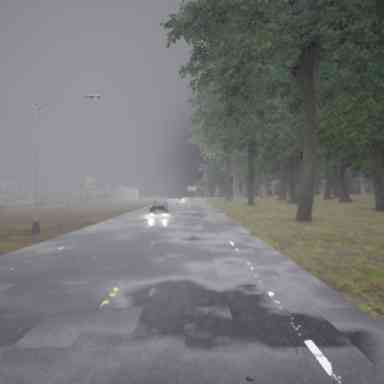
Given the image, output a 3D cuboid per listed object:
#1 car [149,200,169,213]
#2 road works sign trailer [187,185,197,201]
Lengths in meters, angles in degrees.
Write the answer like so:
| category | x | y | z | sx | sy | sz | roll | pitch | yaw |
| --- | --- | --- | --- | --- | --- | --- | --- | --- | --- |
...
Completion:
| category | x | y | z | sx | sy | sz | roll | pitch | yaw |
| --- | --- | --- | --- | --- | --- | --- | --- | --- | --- |
| car | -3.592 | 1.565 | 36.994 | 1.895 | 1.301 | 4.718 | 0 | 0 | 0 |
| road works sign trailer | 0.007 | 0.291 | 75.798 | 2.380 | 3.560 | 2.880 | 0 | 0 | 1 |
